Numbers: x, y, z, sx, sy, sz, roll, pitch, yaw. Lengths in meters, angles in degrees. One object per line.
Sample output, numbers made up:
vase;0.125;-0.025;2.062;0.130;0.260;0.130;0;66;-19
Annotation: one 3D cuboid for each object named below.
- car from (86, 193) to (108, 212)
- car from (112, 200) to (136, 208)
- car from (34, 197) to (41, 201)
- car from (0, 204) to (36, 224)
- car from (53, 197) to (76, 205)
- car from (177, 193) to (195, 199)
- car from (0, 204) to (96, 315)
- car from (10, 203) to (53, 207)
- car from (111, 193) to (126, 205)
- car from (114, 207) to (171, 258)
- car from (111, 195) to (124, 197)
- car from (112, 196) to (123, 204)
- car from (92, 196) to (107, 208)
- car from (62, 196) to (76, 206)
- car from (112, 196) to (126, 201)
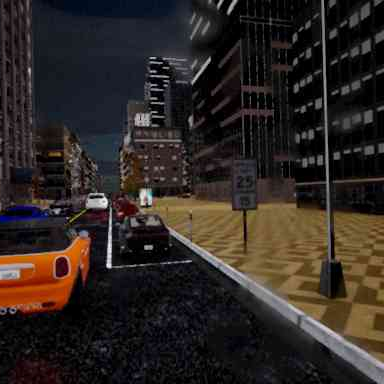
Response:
car;-10.650;1.172;37.397;2.150;2.045;5.566;-2;1;-13
car;-4.474;1.485;23.168;1.802;1.307;4.206;-1;0;-14
car;-38.770;1.595;80.011;4.507;1.381;1.887;-1;-1;-14
car;-13.925;1.699;26.600;1.802;1.307;4.206;-1;0;-14
car;-12.530;1.531;31.899;2.128;1.511;4.902;-2;1;-13
car;-1.818;1.075;89.293;4.097;1.590;1.967;-1;-1;-14
car;-3.445;1.352;7.444;2.097;1.767;4.553;-2;0;-14
car;-9.242;1.541;18.226;1.882;1.535;5.008;-2;1;-14
car;-12.331;1.167;55.585;2.192;1.841;5.009;-1;0;-14
car;-1.856;1.472;12.361;2.008;1.369;4.403;-1;0;-14
car;-8.440;1.402;39.542;1.752;1.417;4.829;-1;0;-14
car;-13.636;1.388;60.990;1.887;1.381;4.507;-1;0;-14
car;-13.120;1.413;47.402;1.882;1.535;5.008;-2;0;-14
car;-21.779;1.506;59.019;1.967;1.590;4.097;-1;0;-14
car;-7.092;1.431;33.974;1.887;1.381;4.507;-1;0;-14
